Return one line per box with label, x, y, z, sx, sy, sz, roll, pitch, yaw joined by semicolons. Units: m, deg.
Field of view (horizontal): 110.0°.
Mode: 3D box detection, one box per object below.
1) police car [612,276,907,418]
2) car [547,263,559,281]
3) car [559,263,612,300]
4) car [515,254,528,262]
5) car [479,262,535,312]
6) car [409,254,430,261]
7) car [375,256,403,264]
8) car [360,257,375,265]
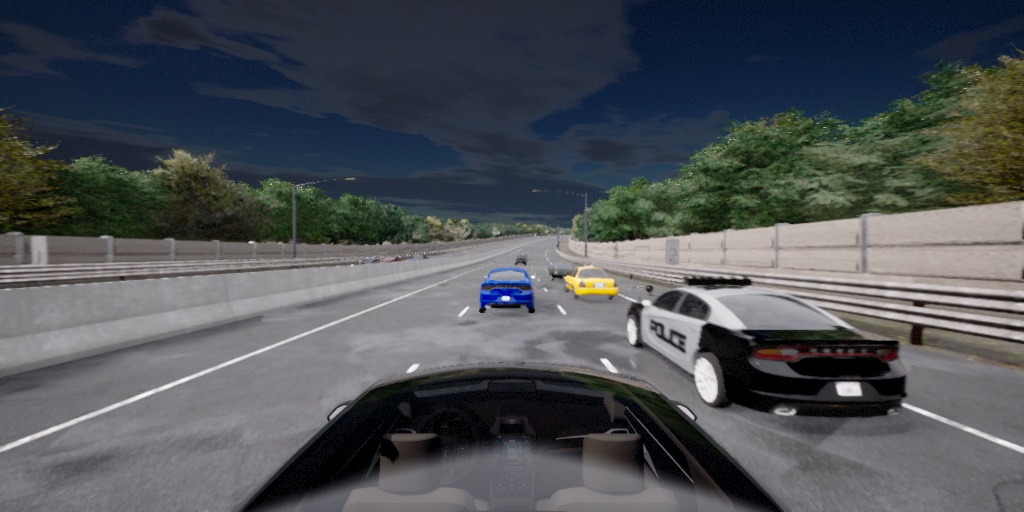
police car;3.507;1.167;6.306;1.930;1.638;5.238;0;0;0
car;3.809;1.211;28.008;1.895;1.301;4.718;0;1;1
car;3.609;1.149;17.278;1.801;1.575;5.366;0;0;1
car;1.540;0.706;59.365;1.837;1.490;4.892;0;2;3
car;-0.115;1.186;13.965;1.882;1.535;5.008;0;1;2
car;-12.984;0.674;50.332;2.097;1.767;4.553;0;1;3
car;-16.542;0.809;49.236;1.882;1.535;5.008;0;0;3
car;-19.955;0.866;51.079;1.994;1.385;4.181;0;1;3
